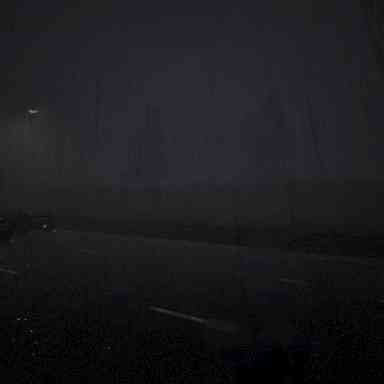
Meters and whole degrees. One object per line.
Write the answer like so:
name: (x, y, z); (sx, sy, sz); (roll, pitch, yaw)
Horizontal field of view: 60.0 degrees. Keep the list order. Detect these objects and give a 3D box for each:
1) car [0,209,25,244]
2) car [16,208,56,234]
car: (-10.322, 1.680, 15.642); (4.902, 1.511, 2.128); (-1, 0, 35)
car: (-10.109, 1.704, 19.788); (4.902, 1.511, 2.128); (-1, 0, 35)
